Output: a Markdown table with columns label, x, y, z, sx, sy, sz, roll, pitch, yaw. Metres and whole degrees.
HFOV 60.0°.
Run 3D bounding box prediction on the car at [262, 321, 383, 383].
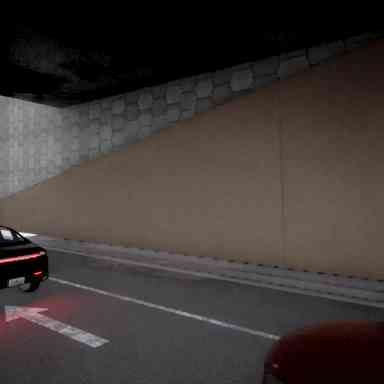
| label | x | y | z | sx | sy | sz | roll | pitch | yaw |
| --- | --- | --- | --- | --- | --- | --- | --- | --- | --- |
| car | 2.702 | 1.526 | 1.957 | 4.674 | 1.442 | 1.812 | 0 | 0 | 36 |

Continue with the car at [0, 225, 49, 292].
| label | x | y | z | sx | sy | sz | roll | pitch | yaw |
| --- | --- | --- | --- | --- | --- | --- | --- | --- | --- |
| car | -5.305 | 1.492 | 7.728 | 4.902 | 1.511 | 2.128 | 0 | 0 | 35 |
